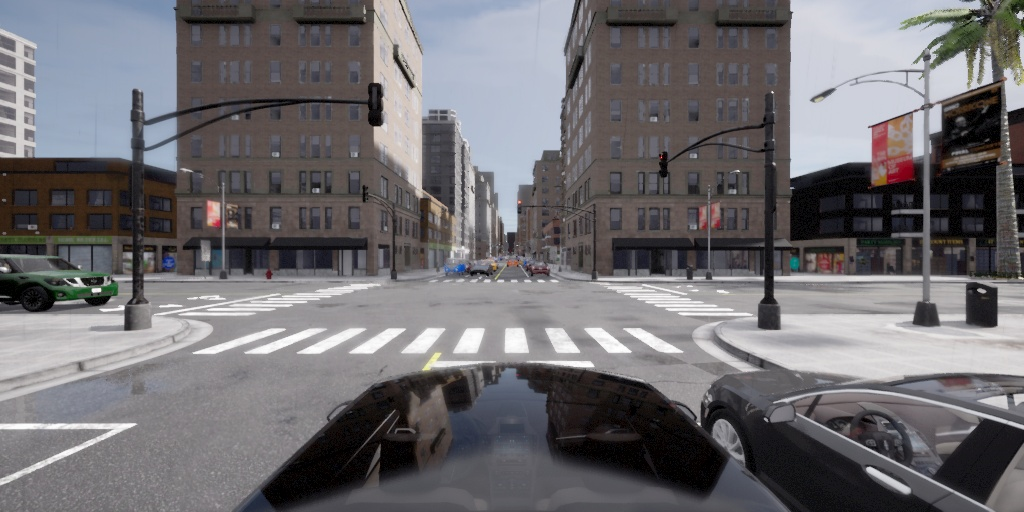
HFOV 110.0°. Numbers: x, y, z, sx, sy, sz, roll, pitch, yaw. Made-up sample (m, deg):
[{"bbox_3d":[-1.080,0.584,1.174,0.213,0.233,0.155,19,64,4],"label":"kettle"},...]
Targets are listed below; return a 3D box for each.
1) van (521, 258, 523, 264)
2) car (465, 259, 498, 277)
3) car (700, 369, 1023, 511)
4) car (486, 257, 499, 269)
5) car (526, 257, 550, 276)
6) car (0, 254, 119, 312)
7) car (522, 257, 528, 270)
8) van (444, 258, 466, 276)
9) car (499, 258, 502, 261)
[{"bbox_3d":[2.798,1.093,59.090,1.690,1.789,3.998,0,0,0],"label":"van"},{"bbox_3d":[-2.997,1.299,36.621,2.033,1.411,5.357,0,0,4],"label":"car"},{"bbox_3d":[2.668,1.300,1.763,2.007,1.370,4.403,0,0,0],"label":"car"},{"bbox_3d":[-3.001,1.230,46.323,1.882,1.535,5.008,0,0,0],"label":"car"},{"bbox_3d":[2.743,1.191,36.413,1.967,1.591,4.097,0,0,0],"label":"car"},{"bbox_3d":[-18.522,0.948,13.578,5.566,2.045,2.150,0,0,0],"label":"car"},{"bbox_3d":[2.771,1.192,47.751,1.967,1.591,4.097,0,0,0],"label":"car"},{"bbox_3d":[-5.783,1.092,36.431,1.690,1.789,3.998,0,0,0],"label":"van"},{"bbox_3d":[-2.969,1.353,56.241,1.895,1.301,4.718,0,0,0],"label":"car"}]
